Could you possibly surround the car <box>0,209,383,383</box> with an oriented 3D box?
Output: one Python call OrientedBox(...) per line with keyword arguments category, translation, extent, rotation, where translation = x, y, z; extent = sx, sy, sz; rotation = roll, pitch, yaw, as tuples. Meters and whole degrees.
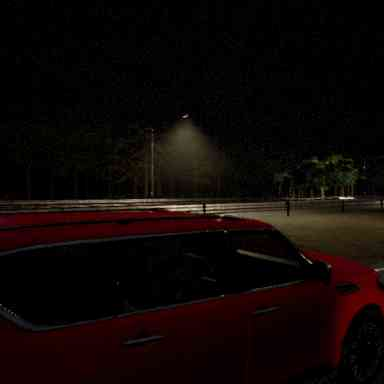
OrientedBox(category="car", translation=(-0.058, 1.220, 3.624), extent=(5.566, 2.045, 2.150), rotation=(0, 0, -35))
